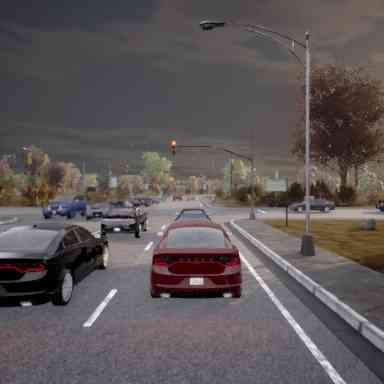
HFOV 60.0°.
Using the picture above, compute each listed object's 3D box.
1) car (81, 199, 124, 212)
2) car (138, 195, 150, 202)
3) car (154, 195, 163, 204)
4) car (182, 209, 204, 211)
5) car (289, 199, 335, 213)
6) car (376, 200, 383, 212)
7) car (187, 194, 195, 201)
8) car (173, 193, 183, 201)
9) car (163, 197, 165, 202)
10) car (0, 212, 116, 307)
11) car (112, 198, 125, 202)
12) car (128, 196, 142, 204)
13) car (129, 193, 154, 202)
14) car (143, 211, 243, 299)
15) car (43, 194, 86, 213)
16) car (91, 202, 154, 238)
[{"bbox_3d":[-7.178,1.564,27.118,1.994,1.385,4.181,0,0,0],"label":"car"},{"bbox_3d":[-10.724,1.478,74.832,1.882,1.535,5.008,0,0,0],"label":"car"},{"bbox_3d":[-7.246,1.351,62.198,2.097,1.767,4.553,0,0,0],"label":"car"},{"bbox_3d":[0.051,1.564,17.531,1.994,1.385,4.181,0,0,0],"label":"car"},{"bbox_3d":[13.272,1.505,36.935,4.892,1.490,1.837,0,0,3],"label":"car"},{"bbox_3d":[23.269,1.212,36.422,5.566,2.045,2.150,0,0,3],"label":"car"},{"bbox_3d":[-0.252,1.348,85.735,2.097,1.767,4.553,0,0,0],"label":"car"},{"bbox_3d":[-3.751,1.218,85.368,2.150,2.045,5.566,0,0,0],"label":"car"},{"bbox_3d":[-7.221,1.524,74.054,1.812,1.442,4.674,0,0,0],"label":"car"},{"bbox_3d":[-3.421,1.478,8.065,1.882,1.535,5.008,0,0,0],"label":"car"},{"bbox_3d":[-11.376,1.601,48.408,1.895,1.301,4.718,0,0,9],"label":"car"},{"bbox_3d":[-10.741,1.506,63.148,1.837,1.490,4.892,0,0,0],"label":"car"},{"bbox_3d":[-7.234,1.223,48.463,2.150,2.045,5.566,0,0,0],"label":"car"},{"bbox_3d":[0.077,1.478,8.542,1.882,1.535,5.008,0,0,0],"label":"car"},{"bbox_3d":[-10.684,1.221,28.513,2.150,2.045,5.566,0,0,0],"label":"car"},{"bbox_3d":[-3.443,1.492,17.552,2.128,1.511,4.902,0,0,-1],"label":"car"}]
